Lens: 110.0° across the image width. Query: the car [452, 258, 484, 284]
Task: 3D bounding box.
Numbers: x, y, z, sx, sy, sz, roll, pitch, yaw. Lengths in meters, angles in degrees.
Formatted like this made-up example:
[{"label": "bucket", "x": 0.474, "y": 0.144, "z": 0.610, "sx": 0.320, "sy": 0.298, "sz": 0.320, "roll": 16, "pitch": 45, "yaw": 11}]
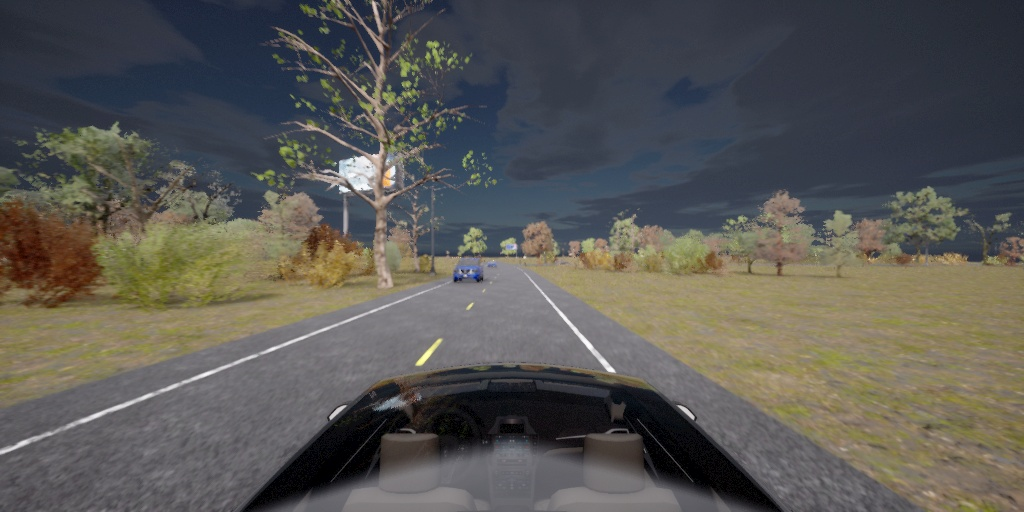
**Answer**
[{"label": "car", "x": -3.565, "y": 1.175, "z": 30.239, "sx": 2.150, "sy": 2.045, "sz": 5.566, "roll": 0, "pitch": 0, "yaw": 0}]
